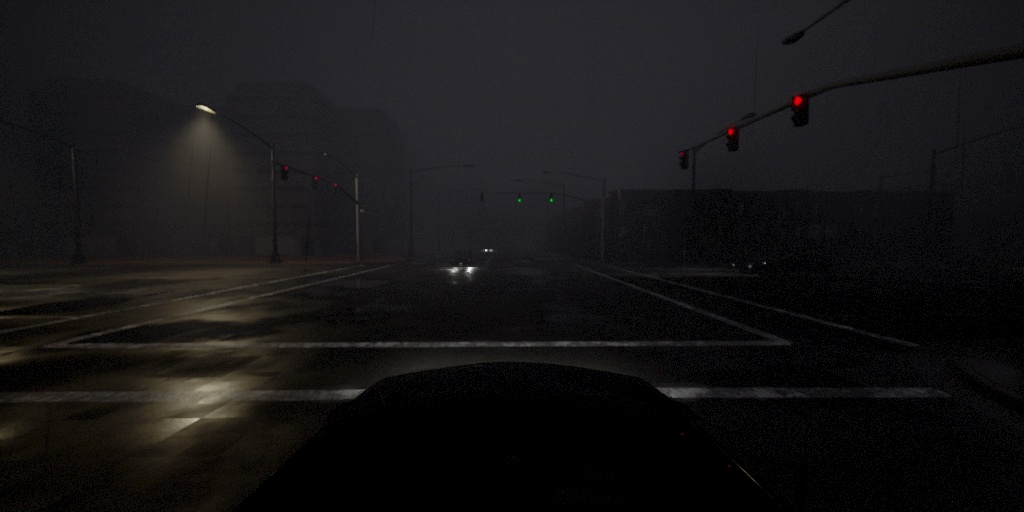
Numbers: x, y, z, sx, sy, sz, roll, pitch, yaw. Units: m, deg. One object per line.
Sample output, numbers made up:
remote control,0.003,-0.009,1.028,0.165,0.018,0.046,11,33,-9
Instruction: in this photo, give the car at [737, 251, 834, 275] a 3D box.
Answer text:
car,17.676,0.406,22.940,4.902,1.511,2.128,0,3,-1

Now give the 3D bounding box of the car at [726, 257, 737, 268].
car,18.562,0.350,26.465,4.718,1.301,1.895,0,3,0

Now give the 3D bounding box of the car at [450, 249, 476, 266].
car,-4.105,0.099,31.005,2.033,1.411,5.357,0,3,-1
